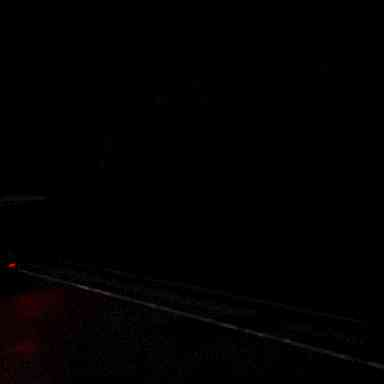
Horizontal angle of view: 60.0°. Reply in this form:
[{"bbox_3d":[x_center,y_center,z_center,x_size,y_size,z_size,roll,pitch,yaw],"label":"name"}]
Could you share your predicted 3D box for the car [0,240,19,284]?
[{"bbox_3d":[-6.130,1.525,8.320,4.674,1.442,1.812,0,0,36],"label":"car"}]
